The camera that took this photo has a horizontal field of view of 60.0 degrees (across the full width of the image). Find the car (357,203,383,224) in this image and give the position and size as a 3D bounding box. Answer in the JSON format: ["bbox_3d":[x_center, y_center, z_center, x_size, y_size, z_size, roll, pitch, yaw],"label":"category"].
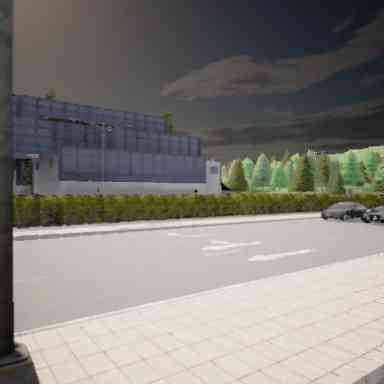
[{"bbox_3d":[14.106,1.635,23.892,4.181,1.385,1.994,0,0,-36],"label":"car"}]

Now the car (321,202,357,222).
[{"bbox_3d":[12.443,1.577,27.006,4.892,1.490,1.837,0,0,-36],"label":"car"}]
